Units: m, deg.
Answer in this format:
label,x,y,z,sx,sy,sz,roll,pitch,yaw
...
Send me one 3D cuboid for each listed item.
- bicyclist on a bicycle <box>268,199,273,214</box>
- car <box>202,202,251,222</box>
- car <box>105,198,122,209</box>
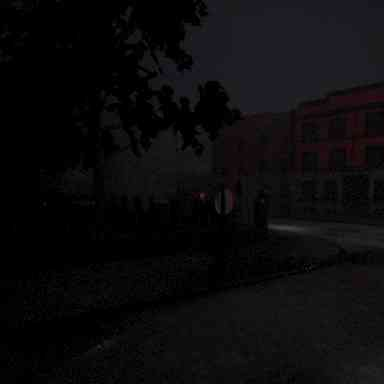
label,x,y,z,sx,sy,sz,roll,pitch,yaw
bicyclist on a bicycle,7.374,1.345,32.696,1.656,1.620,0.582,0,0,-36
car,2.338,1.489,25.296,2.128,1.511,4.902,0,0,-36
car,-10.322,1.524,43.066,1.812,1.442,4.674,0,0,-35
